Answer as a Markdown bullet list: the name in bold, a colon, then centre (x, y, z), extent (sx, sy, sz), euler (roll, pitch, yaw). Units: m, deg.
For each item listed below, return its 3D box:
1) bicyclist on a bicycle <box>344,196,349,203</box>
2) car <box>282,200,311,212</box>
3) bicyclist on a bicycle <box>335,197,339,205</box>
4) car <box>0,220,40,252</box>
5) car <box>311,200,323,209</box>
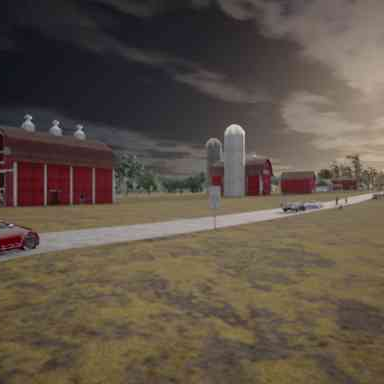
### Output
- **bicyclist on a bicycle**: centre (32.359, 1.605, 69.737), extent (0.866, 1.612, 1.509), euler (0, 1, 35)
- **car**: centre (13.710, 1.918, 44.383), extent (2.033, 1.411, 5.357), euler (0, 0, 35)
- **bicyclist on a bicycle**: centre (27.195, 1.717, 62.374), extent (0.582, 1.620, 1.656), euler (0, 0, 35)
- **car**: centre (-7.864, 1.682, 12.677), extent (1.994, 1.385, 4.181), euler (0, -1, 15)
- **car**: centre (19.201, 1.935, 52.298), extent (1.895, 1.301, 4.718), euler (0, 0, 35)
